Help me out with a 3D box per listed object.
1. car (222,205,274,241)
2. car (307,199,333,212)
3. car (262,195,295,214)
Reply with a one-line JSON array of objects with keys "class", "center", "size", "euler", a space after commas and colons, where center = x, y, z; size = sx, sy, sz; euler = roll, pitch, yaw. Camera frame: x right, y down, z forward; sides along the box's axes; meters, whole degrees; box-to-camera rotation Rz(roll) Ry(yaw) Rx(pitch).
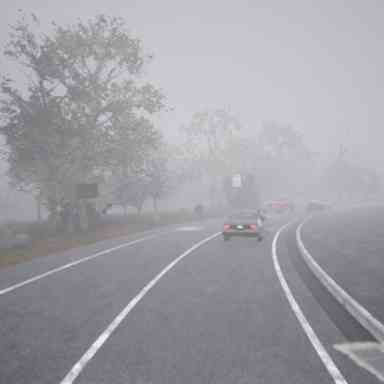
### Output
[{"class": "car", "center": [2.859, 1.606, 17.098], "size": [2.033, 1.411, 5.357], "euler": [-2, -1, 17]}, {"class": "car", "center": [14.922, 1.522, 38.860], "size": [1.812, 1.442, 4.674], "euler": [-5, -2, 40]}, {"class": "car", "center": [10.033, 1.446, 38.413], "size": [2.150, 2.045, 5.566], "euler": [-4, -2, 38]}]
